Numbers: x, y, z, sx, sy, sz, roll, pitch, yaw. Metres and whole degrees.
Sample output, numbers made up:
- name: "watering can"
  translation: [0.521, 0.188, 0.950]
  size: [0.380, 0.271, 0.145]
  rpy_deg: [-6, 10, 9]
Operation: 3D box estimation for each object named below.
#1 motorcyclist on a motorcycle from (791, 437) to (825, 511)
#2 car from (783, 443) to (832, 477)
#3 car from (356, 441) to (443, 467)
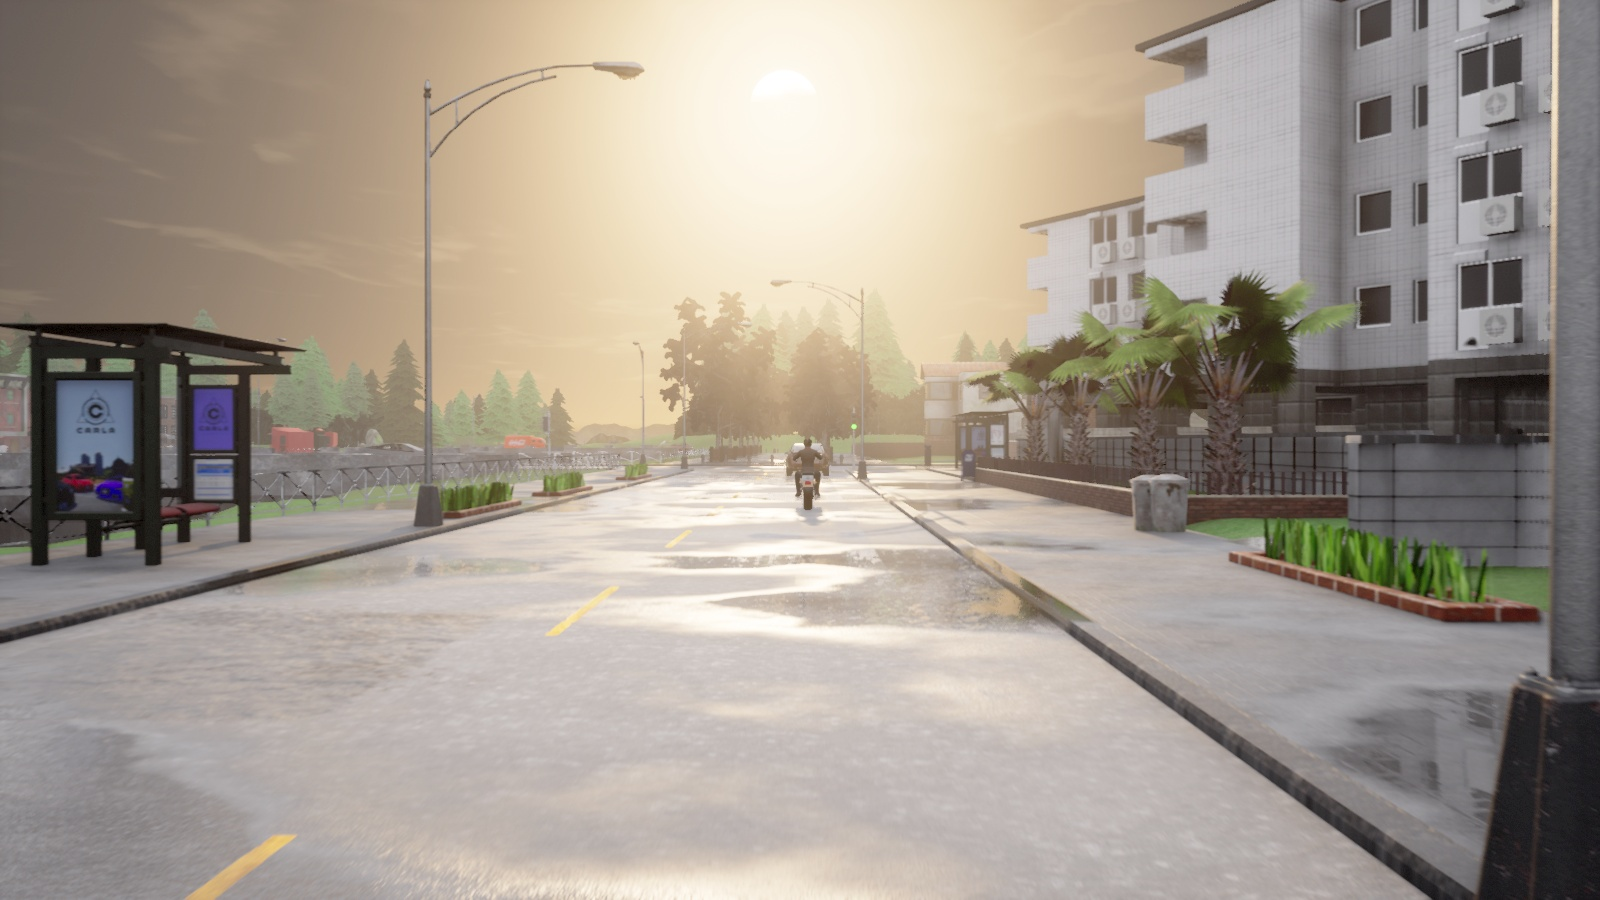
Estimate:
- name: "motorcyclist on a motorcycle"
  translation: [0.182, 0.533, 29.014]
  size: [0.766, 1.649, 2.350]
  rpy_deg: [0, 0, 0]
- name: "car"
  translation: [0.348, 0.419, 58.086]
  size: [2.163, 1.488, 4.792]
  rpy_deg: [0, 0, 0]
- name: "car"
  translation: [-23.955, 0.250, 75.194]
  size: [4.514, 1.525, 2.007]
  rpy_deg: [0, 0, 2]
